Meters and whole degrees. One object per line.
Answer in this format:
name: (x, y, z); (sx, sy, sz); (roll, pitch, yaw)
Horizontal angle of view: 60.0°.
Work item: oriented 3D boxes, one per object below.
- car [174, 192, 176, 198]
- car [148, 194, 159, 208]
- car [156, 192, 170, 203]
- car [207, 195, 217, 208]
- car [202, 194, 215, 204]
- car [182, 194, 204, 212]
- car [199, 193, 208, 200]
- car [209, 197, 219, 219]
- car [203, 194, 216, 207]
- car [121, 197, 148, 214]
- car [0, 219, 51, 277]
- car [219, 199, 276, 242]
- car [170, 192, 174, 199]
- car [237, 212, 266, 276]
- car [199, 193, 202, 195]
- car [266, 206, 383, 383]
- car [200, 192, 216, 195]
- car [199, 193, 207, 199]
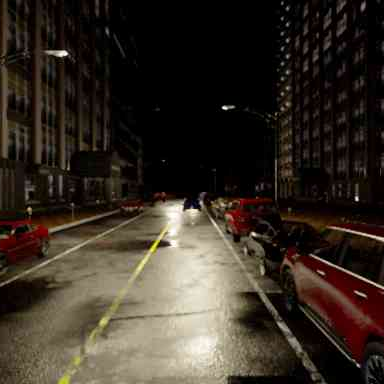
car: (-5.691, 0.935, 93.033); (1.887, 1.381, 4.507); (0, 0, 0)
car: (-5.688, 1.301, 43.181); (1.802, 1.307, 4.206); (0, 0, 0)
car: (-5.689, 0.925, 59.797); (2.192, 1.841, 5.009); (0, 0, 0)
car: (2.693, 1.315, 32.273); (1.752, 1.417, 4.829); (0, 0, 0)
car: (2.691, 1.086, 54.259); (1.967, 1.590, 4.097); (0, 0, 0)
car: (-0.001, 1.296, 35.327); (1.812, 1.442, 4.674); (0, 0, 0)
car: (2.690, 0.940, 76.416); (1.967, 1.590, 4.097); (0, 0, 0)
car: (2.693, 1.378, 26.564); (2.008, 1.369, 4.403); (0, 0, 0)
car: (2.692, 1.285, 43.182); (1.947, 1.339, 4.313); (0, 0, 0)
car: (-5.688, 1.373, 32.103); (1.802, 1.307, 4.206); (0, 0, 0)
car: (-5.687, 1.517, 9.946); (1.802, 1.307, 4.206); (0, 0, 0)
car: (2.694, 1.214, 15.485); (2.192, 1.841, 5.009); (0, 0, 0)
car: (-5.691, 1.045, 76.416); (1.887, 1.381, 4.507); (0, 0, 0)
car: (2.694, 1.501, 9.947); (1.947, 1.339, 4.313); (0, 0, 0)
car: (0.021, 1.257, 47.242); (1.994, 1.385, 4.181); (0, 0, 1)
car: (2.695, 1.286, 4.406); (2.192, 1.841, 5.009); (0, 0, 0)
car: (2.693, 0.998, 48.719); (2.192, 1.841, 5.009); (0, 0, 0)
car: (2.690, 0.988, 82.126); (1.752, 1.417, 4.829); (0, 0, 0)
